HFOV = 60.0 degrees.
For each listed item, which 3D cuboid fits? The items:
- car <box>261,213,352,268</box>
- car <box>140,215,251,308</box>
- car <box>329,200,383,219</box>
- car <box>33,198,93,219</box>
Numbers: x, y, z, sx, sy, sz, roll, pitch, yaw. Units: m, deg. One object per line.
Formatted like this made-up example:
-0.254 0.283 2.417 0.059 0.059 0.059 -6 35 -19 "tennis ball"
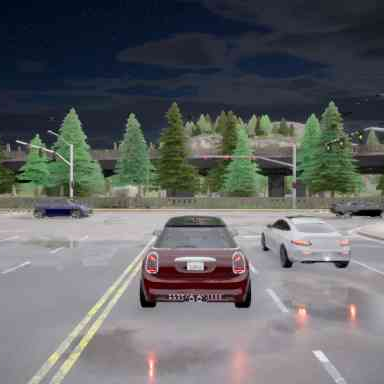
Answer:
3.602 1.526 11.139 1.812 1.442 4.674 0 0 0 "car"
0.083 1.352 8.094 2.097 1.767 4.553 0 0 1 "car"
13.889 1.436 27.321 4.902 1.511 2.128 0 0 1 "car"
-10.649 1.297 27.724 4.553 1.767 2.097 0 0 1 "car"
